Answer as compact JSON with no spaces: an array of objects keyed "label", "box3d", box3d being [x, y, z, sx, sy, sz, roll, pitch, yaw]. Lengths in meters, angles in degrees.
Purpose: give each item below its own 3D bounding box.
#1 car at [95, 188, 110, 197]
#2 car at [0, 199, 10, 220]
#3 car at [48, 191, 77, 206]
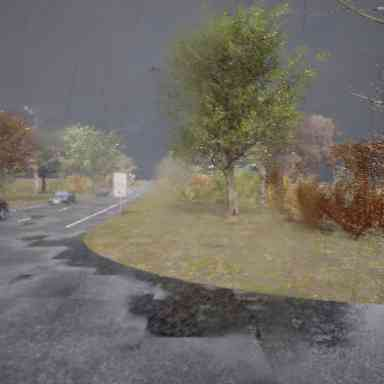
[{"label":"car","box3d":[-15.163,0.080,56.673,1.837,1.490,4.892,1,1,-5]},{"label":"car","box3d":[-11.963,0.952,18.257,2.128,1.511,4.902,1,1,-2]},{"label":"car","box3d":[-13.220,0.625,34.203,1.812,1.442,4.674,1,1,-5]}]
